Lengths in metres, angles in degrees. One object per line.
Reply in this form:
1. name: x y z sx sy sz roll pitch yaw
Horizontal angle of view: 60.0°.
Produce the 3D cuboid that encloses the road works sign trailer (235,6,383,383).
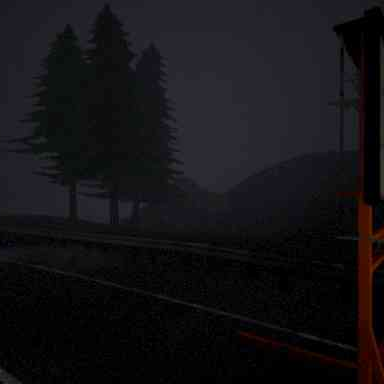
1. road works sign trailer: 1.708 0.492 3.303 2.880 3.560 2.380 0 0 37
